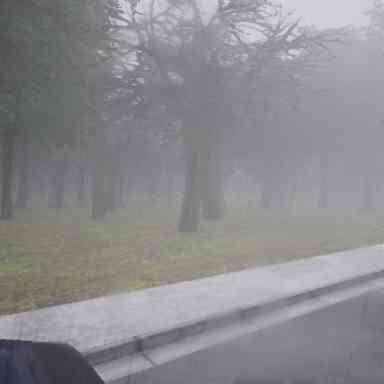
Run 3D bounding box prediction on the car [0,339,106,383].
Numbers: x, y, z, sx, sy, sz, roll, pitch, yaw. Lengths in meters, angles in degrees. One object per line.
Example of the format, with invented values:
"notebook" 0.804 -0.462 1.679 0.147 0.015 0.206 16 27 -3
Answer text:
"car" -2.346 1.565 1.399 4.181 1.385 1.994 0 0 -35
